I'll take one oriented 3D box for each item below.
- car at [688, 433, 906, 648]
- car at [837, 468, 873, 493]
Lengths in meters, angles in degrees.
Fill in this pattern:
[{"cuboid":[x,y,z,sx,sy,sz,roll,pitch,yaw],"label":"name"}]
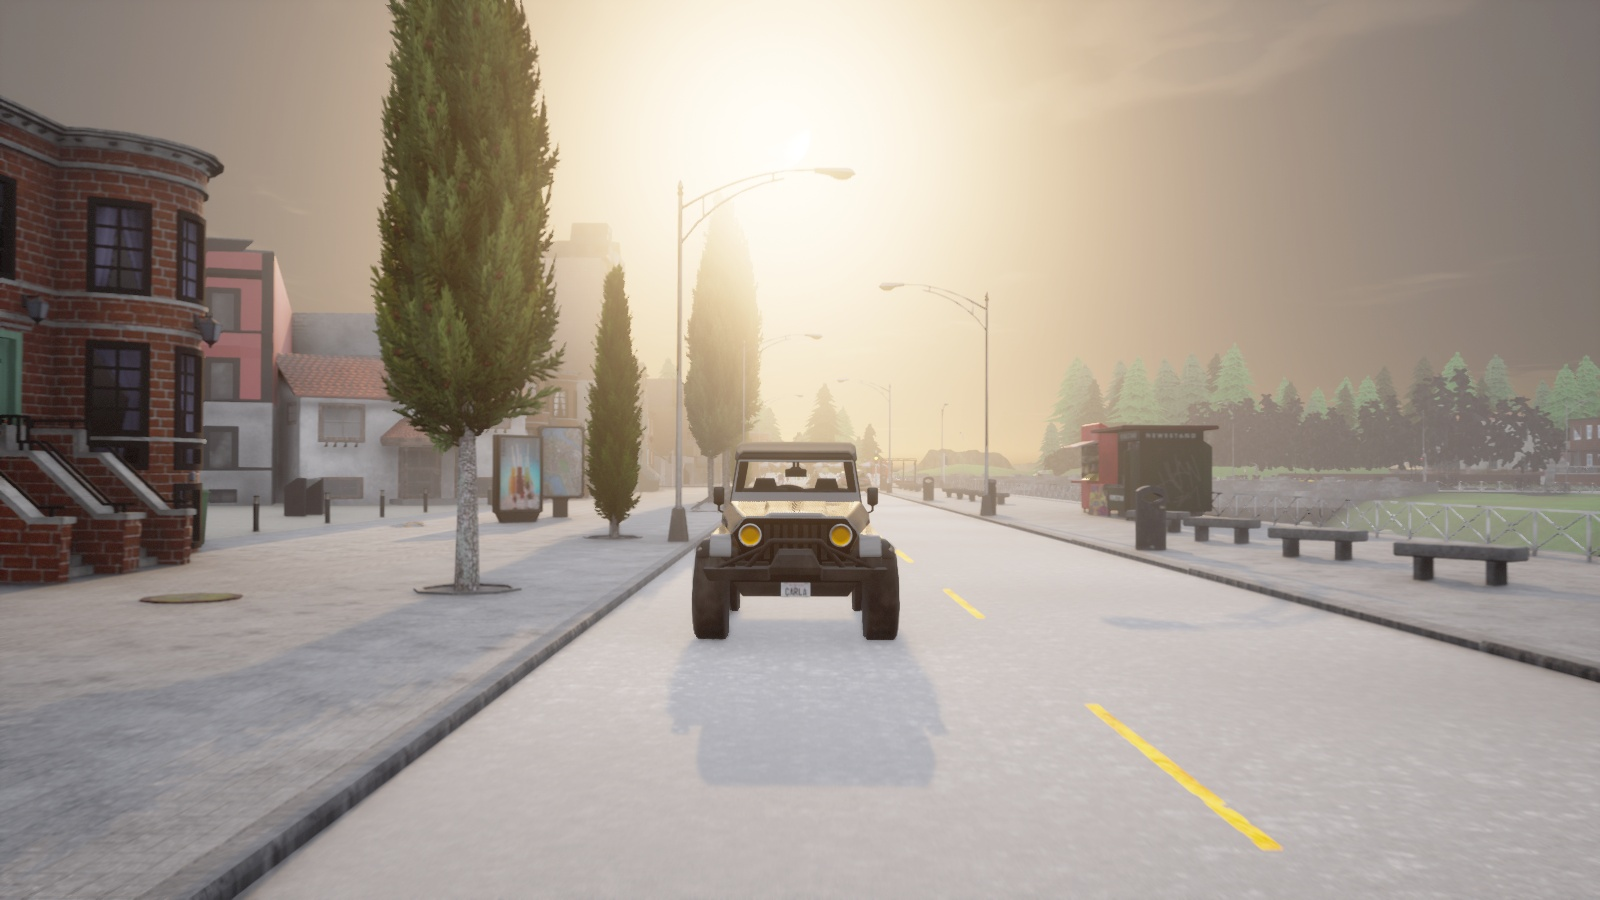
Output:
[{"cuboid":[-0.035,0.828,12.970,1.905,1.878,3.866,0,-1,0],"label":"car"},{"cuboid":[3.773,2.101,87.064,2.242,1.667,4.611,0,-1,0],"label":"car"}]
